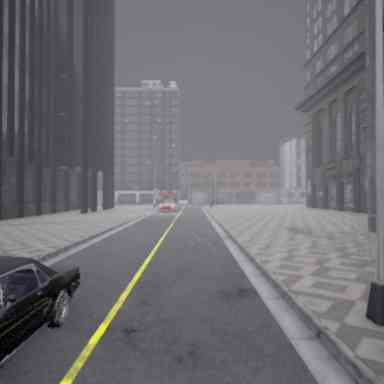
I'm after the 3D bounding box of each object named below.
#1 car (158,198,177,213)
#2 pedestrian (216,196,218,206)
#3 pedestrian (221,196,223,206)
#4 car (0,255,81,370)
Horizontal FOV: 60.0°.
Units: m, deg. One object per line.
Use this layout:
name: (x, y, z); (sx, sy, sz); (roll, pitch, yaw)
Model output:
car: (-3.082, 1.670, 42.188); (2.097, 1.767, 4.553); (0, -1, 0)
pedestrian: (4.646, 1.653, 61.893); (0.375, 1.860, 0.375); (0, -1, 0)
pedestrian: (5.646, 1.653, 62.492); (0.375, 1.860, 0.375); (0, -1, 0)
car: (-3.099, 1.627, 4.293); (1.895, 1.301, 4.718); (0, 0, 0)
